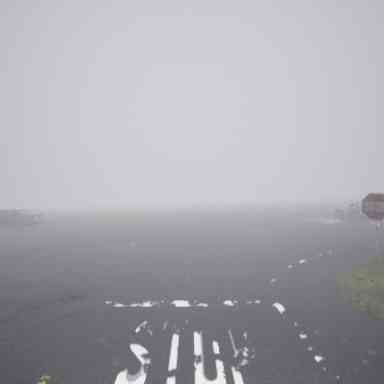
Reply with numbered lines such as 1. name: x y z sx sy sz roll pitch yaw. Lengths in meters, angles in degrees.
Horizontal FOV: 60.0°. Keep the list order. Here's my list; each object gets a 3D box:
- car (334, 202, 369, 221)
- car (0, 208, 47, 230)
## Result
1. car: 12.395 1.333 23.625 4.181 1.385 1.994 -2 2 0
2. car: -13.200 1.895 23.574 5.357 1.411 2.033 -2 2 0
